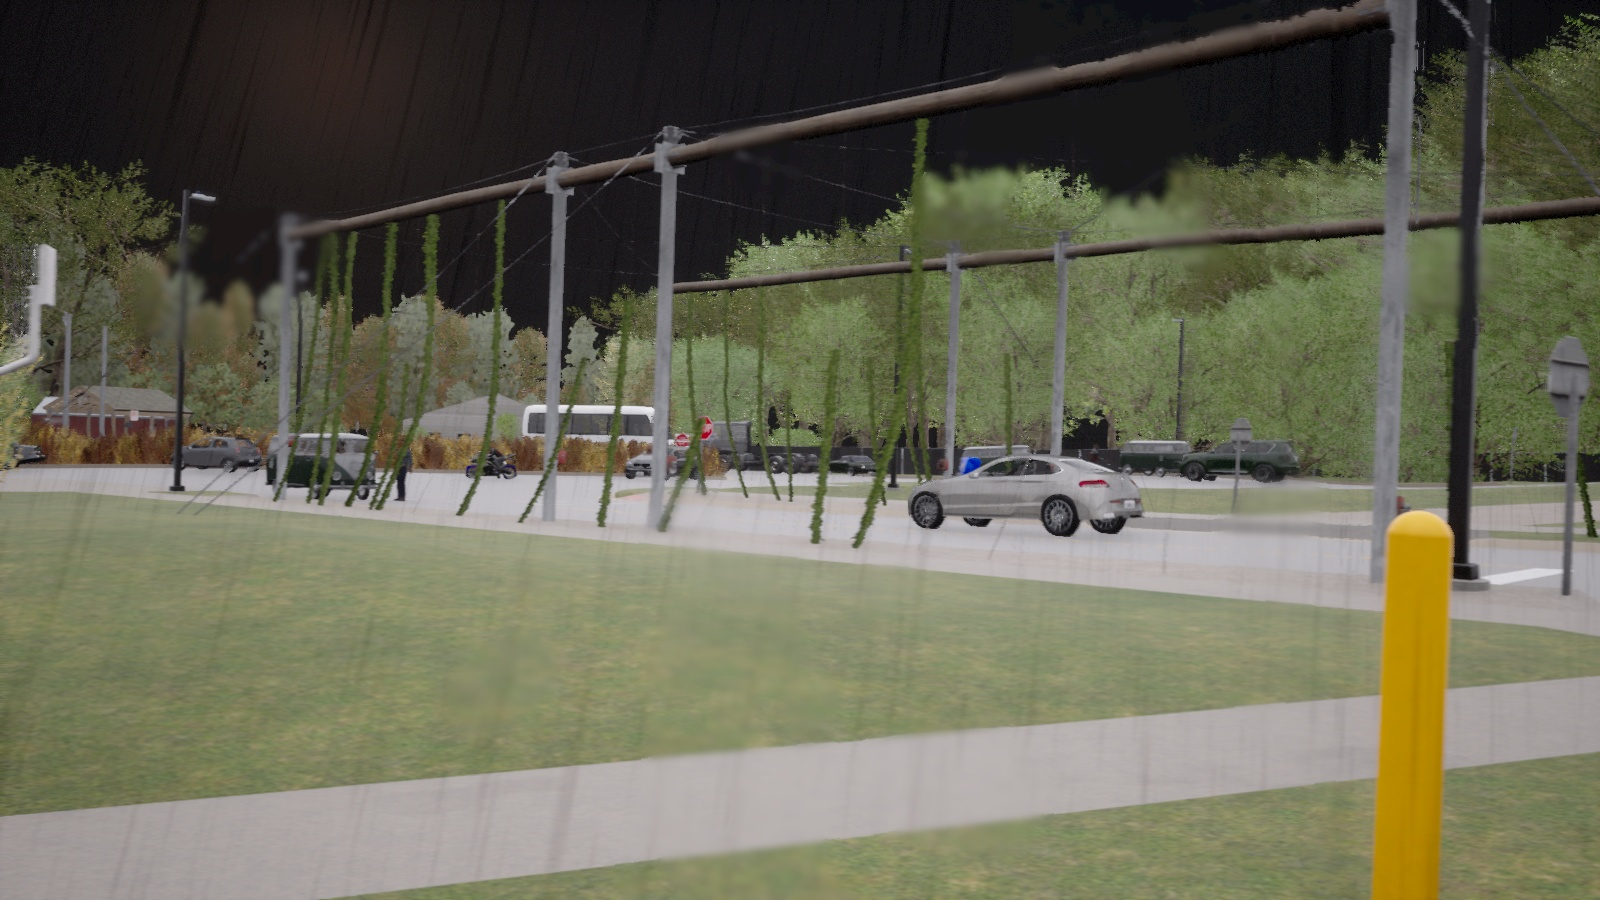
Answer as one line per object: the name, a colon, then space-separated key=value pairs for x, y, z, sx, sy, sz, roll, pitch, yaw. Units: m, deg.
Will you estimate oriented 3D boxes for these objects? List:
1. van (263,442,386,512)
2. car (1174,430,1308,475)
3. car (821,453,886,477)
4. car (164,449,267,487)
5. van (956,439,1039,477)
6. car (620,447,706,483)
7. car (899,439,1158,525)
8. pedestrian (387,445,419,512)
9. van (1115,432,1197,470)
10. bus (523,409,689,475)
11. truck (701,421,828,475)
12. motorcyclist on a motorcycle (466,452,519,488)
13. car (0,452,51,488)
van: x=-14.435 y=0.792 z=38.027 sx=4.442 sy=1.987 sz=1.775 roll=0 pitch=-1 yaw=44
car: x=20.828 y=0.080 z=59.471 sx=5.566 sy=2.045 sz=2.150 roll=0 pitch=1 yaw=39
car: x=3.355 y=0.924 z=79.340 sx=1.895 sy=1.301 sz=4.718 roll=-2 pitch=2 yaw=-29
car: x=-24.931 y=0.737 z=53.587 sx=3.633 sy=1.501 sz=1.845 roll=1 pitch=1 yaw=14
van: x=11.735 y=0.490 z=74.585 sx=4.442 sy=1.987 sz=1.775 roll=-4 pitch=-1 yaw=21
car: x=-6.625 y=0.712 z=61.346 sx=2.242 sy=1.667 sz=4.611 roll=1 pitch=0 yaw=22
car: x=4.746 y=0.660 z=26.610 sx=5.027 sy=1.651 sz=2.152 roll=-1 pitch=-1 yaw=43
pedestrian: x=-11.718 y=0.831 z=37.093 sx=0.423 sy=1.949 sz=0.788 roll=1 pitch=1 yaw=30
van: x=19.473 y=0.053 z=68.814 sx=1.775 sy=1.987 sz=4.442 roll=-1 pitch=0 yaw=-27
bus: x=-13.008 y=-0.573 z=84.566 sx=10.273 sy=4.253 sz=3.944 roll=0 pitch=1 yaw=15
truck: x=-2.375 y=-0.170 z=82.875 sx=7.936 sy=3.462 sz=2.891 roll=0 pitch=1 yaw=27
motorcyclist on a motorcycle: x=-13.549 y=0.864 z=55.390 sx=2.191 sy=1.530 sz=0.866 roll=0 pitch=1 yaw=-21
car: x=-34.046 y=0.868 z=51.558 sx=5.357 sy=1.411 sz=2.033 roll=-1 pitch=1 yaw=-21
